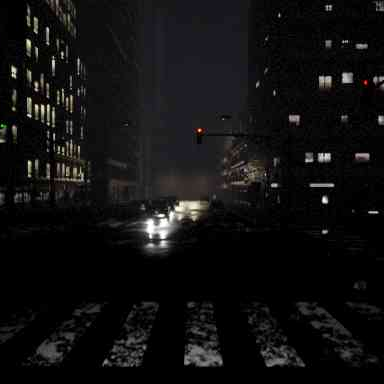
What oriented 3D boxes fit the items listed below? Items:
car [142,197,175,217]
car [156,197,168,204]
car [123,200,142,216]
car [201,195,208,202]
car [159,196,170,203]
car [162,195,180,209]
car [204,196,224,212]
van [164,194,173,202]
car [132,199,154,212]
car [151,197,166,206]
[{"bbox_3d":[-3.028,1.474,30.977,2.128,1.511,4.902,0,0,0],"label":"car"},{"bbox_3d":[-5.557,1.550,61.270,1.802,1.307,4.206,-1,0,0],"label":"car"},{"bbox_3d":[-5.626,1.507,32.828,1.752,1.417,4.829,-1,0,0],"label":"car"},{"bbox_3d":[2.848,1.402,72.560,1.967,1.590,4.097,-1,0,0],"label":"car"},{"bbox_3d":[-5.544,1.510,66.924,1.887,1.381,4.507,-1,0,0],"label":"car"},{"bbox_3d":[-2.999,1.469,40.463,2.128,1.511,4.902,0,0,0],"label":"car"},{"bbox_3d":[2.768,1.529,38.632,2.008,1.369,4.403,-1,0,0],"label":"car"},{"bbox_3d":[-5.520,1.301,78.234,1.690,1.788,3.998,-1,0,0],"label":"van"},{"bbox_3d":[-5.612,1.544,38.652,1.947,1.339,4.313,-1,0,0],"label":"car"},{"bbox_3d":[-5.571,1.515,55.615,1.887,1.381,4.507,-1,0,0],"label":"car"}]
